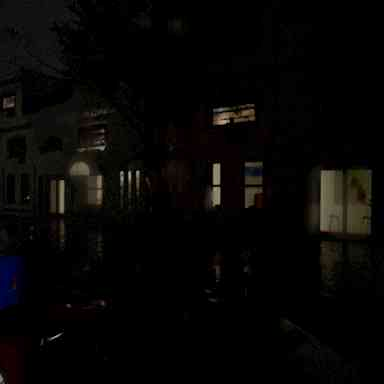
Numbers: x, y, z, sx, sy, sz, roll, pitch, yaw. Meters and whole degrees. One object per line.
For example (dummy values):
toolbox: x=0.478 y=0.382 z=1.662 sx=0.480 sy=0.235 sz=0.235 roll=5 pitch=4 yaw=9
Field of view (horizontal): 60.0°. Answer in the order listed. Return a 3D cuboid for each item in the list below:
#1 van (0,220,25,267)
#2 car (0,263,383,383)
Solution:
van: x=-4.838 y=1.336 z=6.302 sx=3.998 sy=1.788 sz=1.690 roll=0 pitch=1 yaw=35
car: x=-0.313 y=1.581 z=3.091 sx=4.206 sy=1.307 sz=1.802 roll=0 pitch=1 yaw=35
